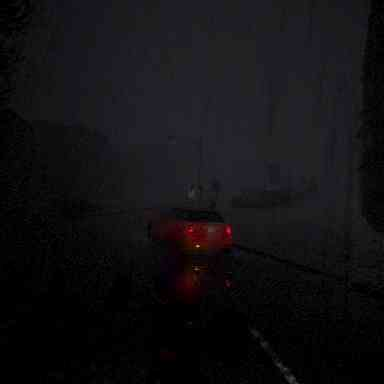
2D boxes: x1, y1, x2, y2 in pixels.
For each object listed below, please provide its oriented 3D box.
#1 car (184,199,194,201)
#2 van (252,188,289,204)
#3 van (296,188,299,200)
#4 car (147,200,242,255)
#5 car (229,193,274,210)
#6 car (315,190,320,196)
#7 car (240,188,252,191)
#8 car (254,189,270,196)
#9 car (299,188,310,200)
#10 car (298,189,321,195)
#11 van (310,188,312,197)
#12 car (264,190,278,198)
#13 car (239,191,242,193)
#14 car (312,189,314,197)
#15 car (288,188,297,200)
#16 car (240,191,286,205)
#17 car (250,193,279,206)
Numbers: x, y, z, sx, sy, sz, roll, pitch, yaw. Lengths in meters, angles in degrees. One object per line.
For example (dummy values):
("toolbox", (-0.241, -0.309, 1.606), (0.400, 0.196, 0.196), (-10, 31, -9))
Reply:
("car", (-0.455, 1.509, 35.283), (1.812, 1.442, 4.674), (1, 2, 22))
("van", (11.209, 0.847, 47.846), (4.442, 1.987, 1.878), (1, 2, 7))
("van", (15.174, 0.599, 55.981), (4.442, 1.987, 1.878), (1, 2, 8))
("car", (-0.247, 1.410, 13.890), (2.097, 1.767, 4.553), (4, -1, -26))
("car", (6.885, 1.316, 39.761), (4.892, 1.521, 2.231), (1, 2, 8))
("car", (25.271, 0.256, 74.888), (5.366, 1.575, 1.946), (1, 2, 7))
("car", (10.992, 0.283, 65.631), (2.150, 2.045, 5.566), (1, 2, 27))
("car", (15.798, 0.140, 74.921), (2.128, 1.511, 4.902), (1, 2, 27))
("car", (18.118, 0.413, 61.378), (5.566, 2.045, 2.435), (1, 2, 8))
("car", (29.263, 0.016, 83.043), (4.892, 1.521, 2.231), (1, 2, 7))
("van", (21.004, 0.277, 66.776), (4.442, 1.987, 1.878), (1, 2, 8))
("car", (16.546, 0.470, 69.300), (1.812, 1.442, 4.674), (1, 2, 27))
("car", (8.008, 0.976, 52.566), (1.812, 1.442, 4.674), (1, 2, 27))
("car", (22.256, 0.293, 69.502), (4.553, 1.767, 2.185), (1, 2, 8))
("car", (12.463, 0.738, 50.559), (5.566, 2.045, 2.435), (1, 2, 7))
("car", (9.506, 1.146, 45.184), (5.366, 1.575, 1.946), (1, 2, 8))
("car", (8.292, 1.274, 42.459), (4.674, 1.452, 2.002), (1, 2, 8))
